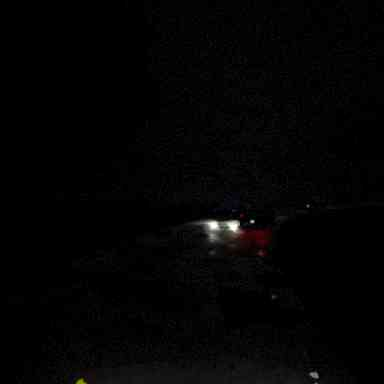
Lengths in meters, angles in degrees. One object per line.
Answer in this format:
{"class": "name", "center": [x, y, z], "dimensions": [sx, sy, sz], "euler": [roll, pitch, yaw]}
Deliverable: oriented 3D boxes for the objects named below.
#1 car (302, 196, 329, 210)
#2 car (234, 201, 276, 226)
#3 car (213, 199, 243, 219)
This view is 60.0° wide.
{"class": "car", "center": [14.420, 1.272, 38.787], "dimensions": [1.837, 1.490, 4.892], "euler": [-1, 0, 40]}
{"class": "car", "center": [4.432, 1.489, 22.213], "dimensions": [1.895, 1.301, 4.718], "euler": [0, 0, 20]}
{"class": "car", "center": [3.329, 1.353, 27.195], "dimensions": [1.882, 1.535, 5.008], "euler": [0, 0, 25]}
